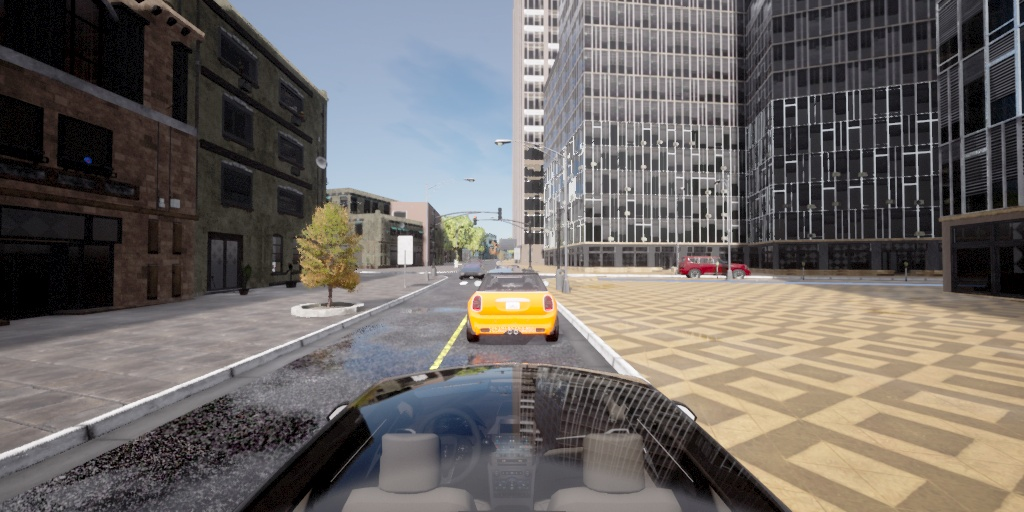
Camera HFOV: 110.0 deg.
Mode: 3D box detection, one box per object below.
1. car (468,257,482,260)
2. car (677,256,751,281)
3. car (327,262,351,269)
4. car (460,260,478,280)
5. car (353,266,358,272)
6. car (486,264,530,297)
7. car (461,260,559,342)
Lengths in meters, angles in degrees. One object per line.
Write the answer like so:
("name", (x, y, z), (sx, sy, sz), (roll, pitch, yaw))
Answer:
("car", (-5.521, 1.239, 53.297), (1.882, 1.535, 5.008), (0, 0, -6))
("car", (15.722, 0.938, 28.211), (5.009, 1.841, 2.192), (0, 0, 18))
("car", (-20.618, 1.317, 40.067), (4.313, 1.339, 1.948), (0, 0, 18))
("car", (-3.262, 1.304, 30.334), (2.033, 1.411, 5.357), (0, 0, -3))
("car", (-20.784, 1.396, 42.724), (4.718, 1.301, 1.895), (0, -1, 18))
("car", (-0.240, 1.247, 20.081), (2.128, 1.511, 4.902), (0, 0, -1))
("car", (-0.003, 1.104, 9.944), (2.097, 1.767, 4.553), (0, 0, -1))
